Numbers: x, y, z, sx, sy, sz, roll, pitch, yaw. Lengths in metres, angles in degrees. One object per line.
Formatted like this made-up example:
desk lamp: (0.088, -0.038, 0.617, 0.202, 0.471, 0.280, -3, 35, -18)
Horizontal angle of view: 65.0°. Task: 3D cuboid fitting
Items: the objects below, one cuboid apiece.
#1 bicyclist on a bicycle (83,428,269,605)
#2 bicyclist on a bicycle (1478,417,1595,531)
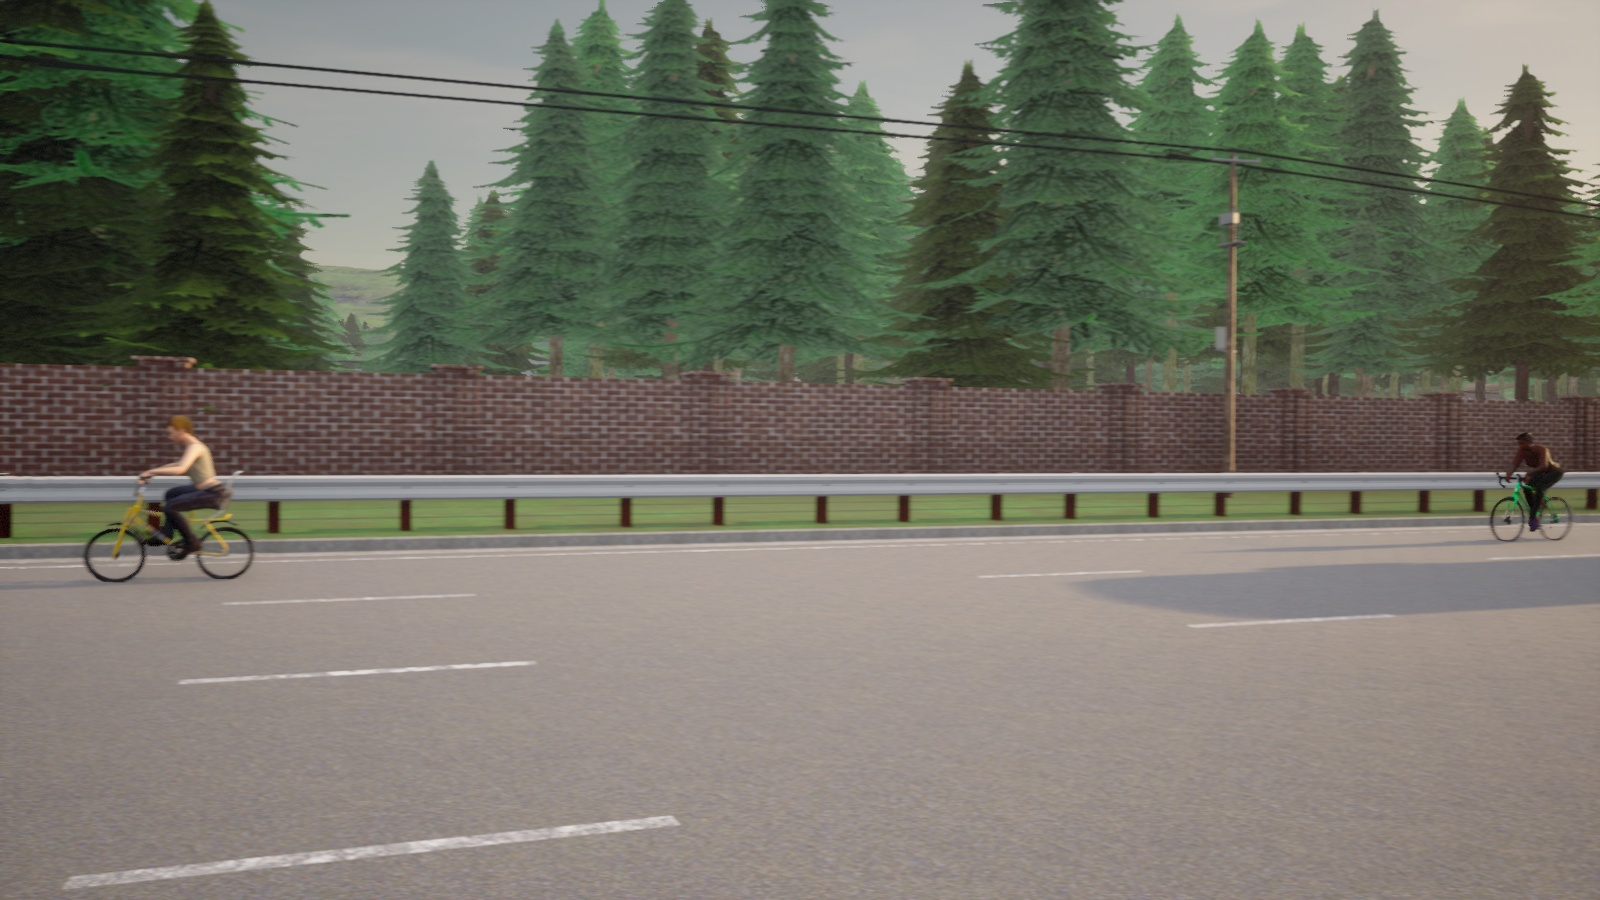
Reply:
bicyclist on a bicycle: (-6.003, 0.601, 12.185, 1.509, 1.612, 0.866, -1, 1, -21)
bicyclist on a bicycle: (10.916, 0.330, 18.613, 1.656, 1.620, 0.582, -1, 1, -21)
